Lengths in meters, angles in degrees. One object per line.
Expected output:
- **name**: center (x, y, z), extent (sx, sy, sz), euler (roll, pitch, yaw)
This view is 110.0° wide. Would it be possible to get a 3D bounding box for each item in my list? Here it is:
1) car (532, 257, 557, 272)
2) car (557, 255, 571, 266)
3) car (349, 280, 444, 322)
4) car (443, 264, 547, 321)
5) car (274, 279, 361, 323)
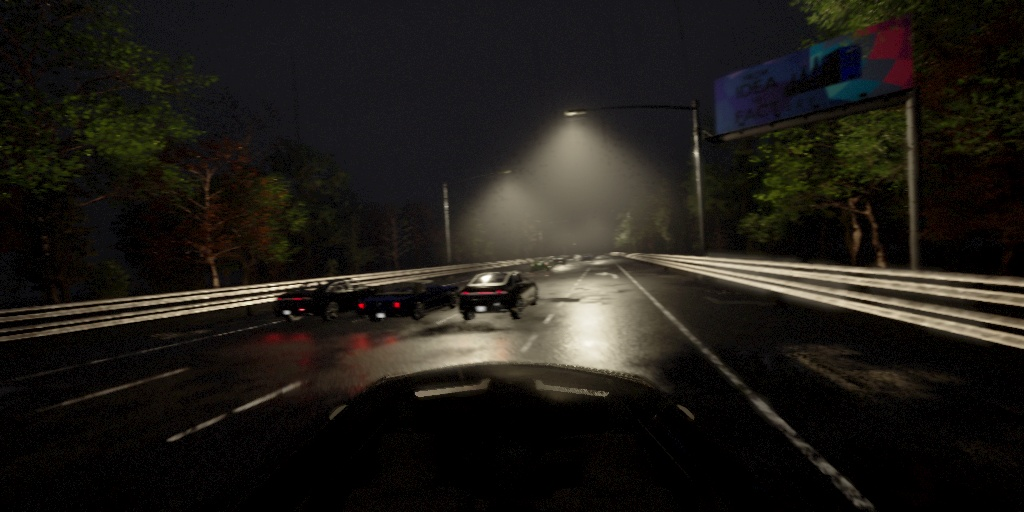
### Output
- **car**: center (3.616, 0.936, 42.315), extent (2.097, 1.767, 4.553), euler (-3, 0, 14)
- **car**: center (8.085, 0.865, 59.837), extent (2.128, 1.511, 4.902), euler (-3, 0, 14)
- **car**: center (-3.658, 1.577, 13.622), extent (1.895, 1.301, 4.718), euler (-3, 0, 14)
- **car**: center (-0.305, 1.269, 12.681), extent (2.128, 1.511, 4.902), euler (-3, 0, 14)
- **car**: center (-7.041, 1.668, 14.526), extent (2.128, 1.511, 4.902), euler (-3, 0, 14)
